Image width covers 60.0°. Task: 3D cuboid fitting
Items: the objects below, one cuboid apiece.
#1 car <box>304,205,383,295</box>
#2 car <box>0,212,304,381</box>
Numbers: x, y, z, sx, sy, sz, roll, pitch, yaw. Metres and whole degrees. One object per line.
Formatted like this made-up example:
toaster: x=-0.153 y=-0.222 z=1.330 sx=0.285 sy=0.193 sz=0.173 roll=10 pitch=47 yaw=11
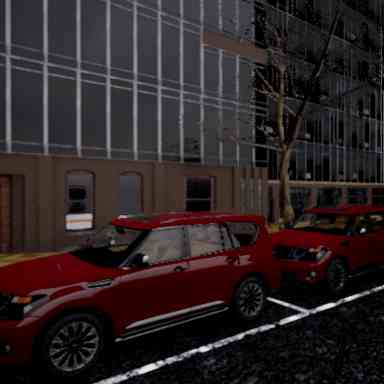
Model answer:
car: x=3.894 y=1.316 z=8.881 sx=5.009 sy=1.841 sz=2.192 roll=0 pitch=0 yaw=-36
car: x=-0.630 y=1.315 z=5.652 sx=5.009 sy=1.841 sz=2.192 roll=0 pitch=0 yaw=-36
